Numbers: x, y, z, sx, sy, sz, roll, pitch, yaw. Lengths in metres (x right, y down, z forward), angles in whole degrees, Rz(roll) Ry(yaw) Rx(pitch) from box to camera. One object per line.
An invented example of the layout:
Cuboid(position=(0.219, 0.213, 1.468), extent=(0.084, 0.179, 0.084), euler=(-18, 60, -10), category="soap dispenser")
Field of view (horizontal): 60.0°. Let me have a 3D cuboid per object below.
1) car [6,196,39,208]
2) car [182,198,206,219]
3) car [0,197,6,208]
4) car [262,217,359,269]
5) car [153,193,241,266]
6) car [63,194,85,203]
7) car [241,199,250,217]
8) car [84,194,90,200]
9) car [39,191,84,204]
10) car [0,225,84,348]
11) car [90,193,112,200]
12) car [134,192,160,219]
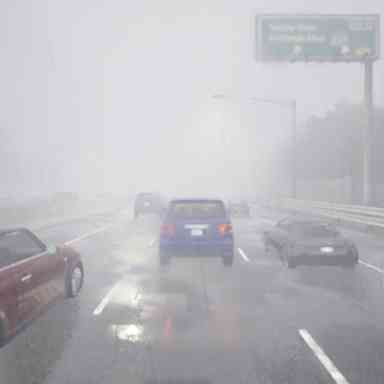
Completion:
Cuboid(position=(-17.444, 1.225, 35.948), extent=(1.882, 1.535, 5.008), euler=(0, 0, 1), category="car")
Cuboid(position=(0.188, 1.310, 28.148), extent=(1.837, 1.490, 4.892), euler=(0, 1, 0), category="car")
Cuboid(position=(-20.934, 1.287, 37.118), extent=(2.033, 1.411, 5.357), euler=(0, 0, 1), category="car")
Cuboid(position=(3.609, 1.492, 10.863), extent=(1.994, 1.385, 4.181), euler=(0, 0, 0), category="car")
Cuboid(position=(0.117, 1.143, 11.383), extent=(2.150, 2.045, 5.566), euler=(0, 0, 0), category="car")
Cuboid(position=(-20.632, 1.138, 58.360), extent=(2.033, 1.411, 5.357), euler=(0, 0, 1), category="car")
Cuboid(position=(3.689, 1.296, 28.106), extent=(2.128, 1.511, 4.902), euler=(0, 0, 0), category="car")
Cuboid(position=(-17.206, 1.142, 54.767), extent=(1.812, 1.442, 4.674), euler=(0, 0, 1), category="car")
Cuboid(position=(-13.946, 0.968, 35.968), extent=(2.150, 2.045, 5.566), euler=(0, 1, 1), category="car")
Cuboid(position=(-3.421, 1.315, 5.444), extent=(2.097, 1.767, 4.553), euler=(0, 0, 0), category="car")
Cuboid(position=(-13.769, 0.989, 51.720), extent=(2.097, 1.767, 4.553), euler=(0, 0, 1), category="car")
Cuboid(position=(-3.317, 1.032, 27.205), extent=(2.150, 2.045, 5.566), euler=(0, 0, 0), category="car")
